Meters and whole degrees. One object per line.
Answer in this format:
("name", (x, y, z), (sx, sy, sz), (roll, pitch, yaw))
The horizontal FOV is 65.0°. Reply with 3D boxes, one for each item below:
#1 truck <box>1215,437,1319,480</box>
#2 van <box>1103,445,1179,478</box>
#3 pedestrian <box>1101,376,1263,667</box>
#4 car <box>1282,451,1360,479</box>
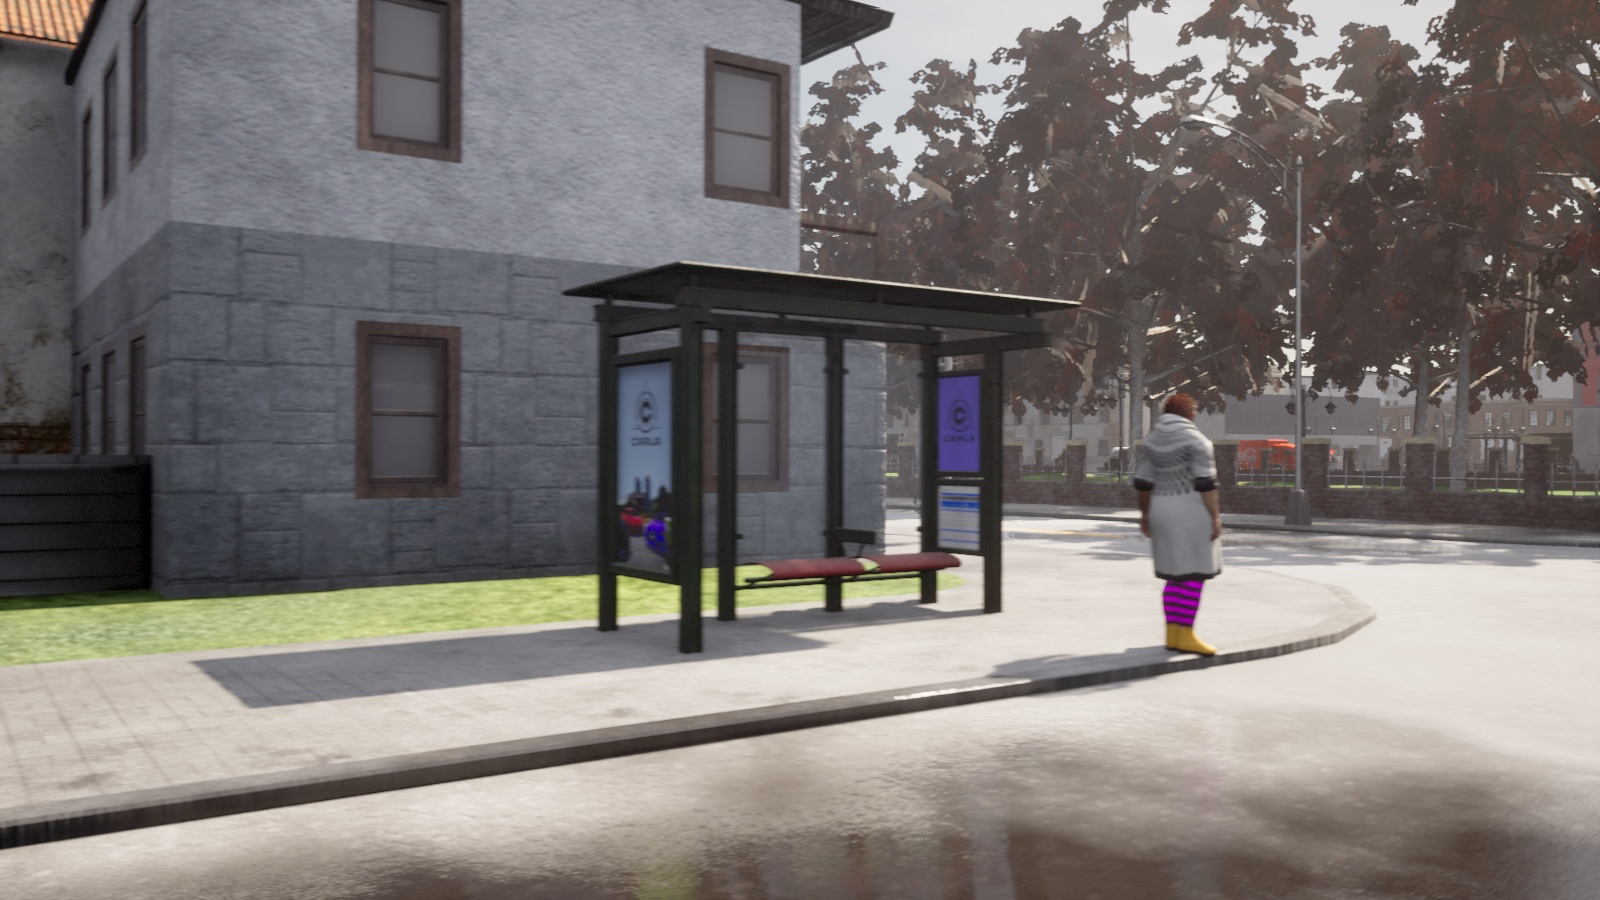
("truck", (27.606, 0.499, 74.419), (2.627, 2.467, 5.204), (0, 0, -35))
("van", (22.254, 0.740, 82.076), (2.069, 2.038, 4.480), (0, 0, -35))
("pedestrian", (2.699, 0.483, 8.895), (0.873, 1.952, 0.659), (0, 0, -21))
("car", (31.438, 0.887, 75.918), (1.851, 1.617, 3.988), (0, 0, -35))
